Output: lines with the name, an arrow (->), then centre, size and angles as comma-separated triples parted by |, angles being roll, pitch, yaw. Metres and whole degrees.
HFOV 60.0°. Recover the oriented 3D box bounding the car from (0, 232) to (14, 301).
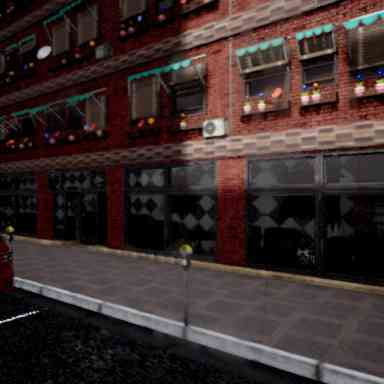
car -> -5.708, 1.377, 6.943 | 5.009, 1.841, 2.192 | -1, 0, 36
